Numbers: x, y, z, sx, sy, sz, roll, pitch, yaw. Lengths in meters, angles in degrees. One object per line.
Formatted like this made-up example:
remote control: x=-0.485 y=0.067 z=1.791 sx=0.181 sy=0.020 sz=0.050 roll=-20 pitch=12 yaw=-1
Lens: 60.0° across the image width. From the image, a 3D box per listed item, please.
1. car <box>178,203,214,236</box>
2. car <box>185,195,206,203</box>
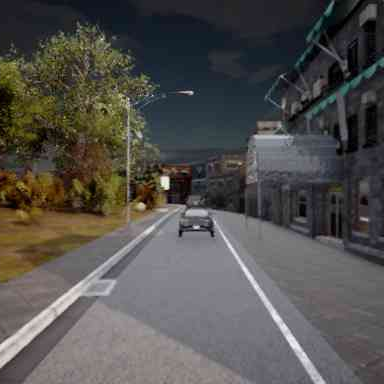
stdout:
car: x=0.241 y=1.531 z=18.347 sx=1.812 sy=1.442 sz=4.674 roll=0 pitch=0 yaw=1
car: x=0.416 y=1.355 z=37.367 sx=2.150 sy=2.045 sz=5.566 roll=0 pitch=-1 yaw=1
